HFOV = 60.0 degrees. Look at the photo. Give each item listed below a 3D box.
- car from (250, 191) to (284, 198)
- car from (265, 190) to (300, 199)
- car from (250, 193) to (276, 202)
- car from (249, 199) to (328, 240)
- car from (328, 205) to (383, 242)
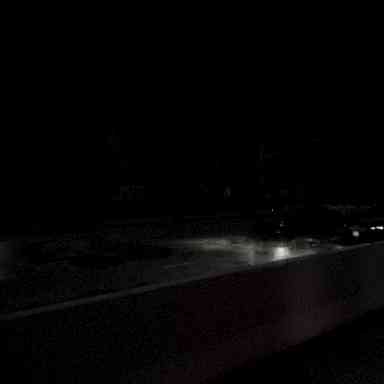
[{"bbox_3d":[9.240,1.012,43.998,1.882,1.535,5.008,-1,1,-35],"label":"car"},{"bbox_3d":[12.091,0.704,45.936,2.150,2.045,5.566,-1,1,-39],"label":"car"},{"bbox_3d":[12.322,0.937,58.141,1.994,1.385,4.181,-1,1,-35],"label":"car"},{"bbox_3d":[5.188,1.305,16.214,5.008,1.535,1.882,-1,0,-35],"label":"car"},{"bbox_3d":[8.249,1.301,14.086,4.902,1.511,2.128,-1,1,-35],"label":"car"}]
